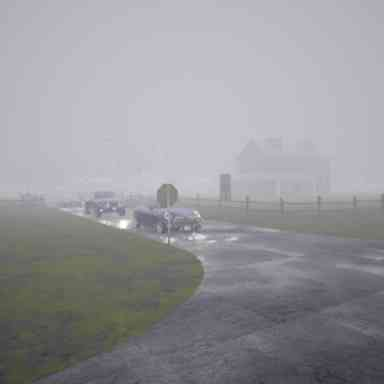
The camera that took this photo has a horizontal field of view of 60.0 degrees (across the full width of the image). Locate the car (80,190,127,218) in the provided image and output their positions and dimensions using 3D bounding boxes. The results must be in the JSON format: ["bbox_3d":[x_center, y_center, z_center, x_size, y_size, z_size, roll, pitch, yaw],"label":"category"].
[{"bbox_3d":[-7.103,0.855,26.832,2.150,2.045,5.566,-1,1,-31],"label":"car"}]

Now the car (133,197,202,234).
[{"bbox_3d":[-1.397,1.072,17.313,2.097,1.767,4.553,-1,1,-32],"label":"car"}]

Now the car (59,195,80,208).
[{"bbox_3d":[-14.145,1.050,38.734,1.812,1.442,4.674,-1,1,-30],"label":"car"}]

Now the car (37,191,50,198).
[{"bbox_3d":[-35.166,0.589,79.667,2.128,1.511,4.902,-1,1,-31],"label":"car"}]
